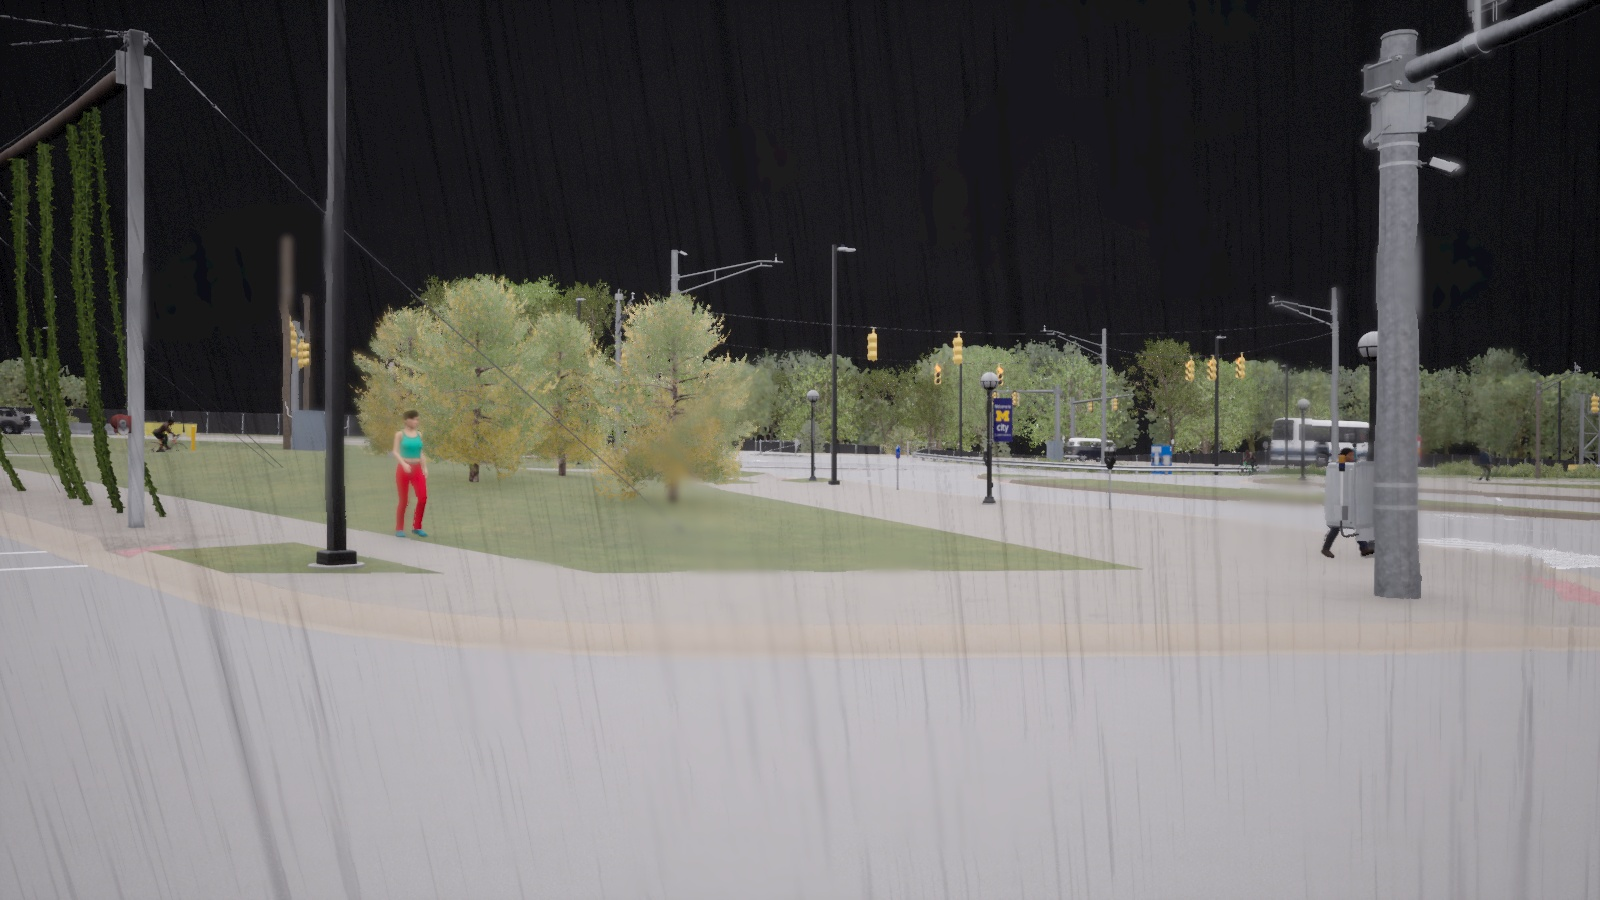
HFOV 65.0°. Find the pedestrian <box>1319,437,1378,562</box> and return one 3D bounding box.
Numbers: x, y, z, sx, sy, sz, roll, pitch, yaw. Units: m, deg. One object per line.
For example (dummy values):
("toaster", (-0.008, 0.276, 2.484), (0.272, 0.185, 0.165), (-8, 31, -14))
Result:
("pedestrian", (8.759, 0.774, 20.069), (0.423, 1.949, 0.788), (0, 0, -22))

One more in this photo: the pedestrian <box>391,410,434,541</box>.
("pedestrian", (-5.521, 0.357, 17.884), (0.345, 1.836, 0.594), (0, 0, -43))

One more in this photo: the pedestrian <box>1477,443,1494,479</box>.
("pedestrian", (35.753, 0.557, 65.506), (0.726, 1.842, 0.402), (0, 0, -15))

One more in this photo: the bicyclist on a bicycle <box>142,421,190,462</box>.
("bicyclist on a bicycle", (-26.008, -0.336, 51.548), (1.656, 1.620, 0.582), (2, 0, -18))
